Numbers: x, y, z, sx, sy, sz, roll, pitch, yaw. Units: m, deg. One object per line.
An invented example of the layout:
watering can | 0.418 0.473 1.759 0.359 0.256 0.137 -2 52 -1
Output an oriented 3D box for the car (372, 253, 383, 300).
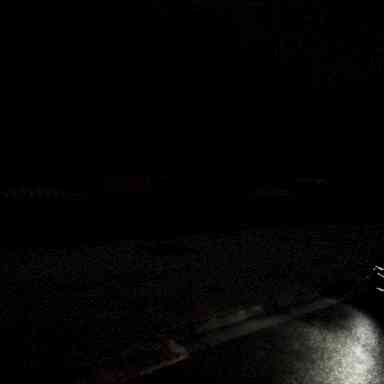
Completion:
car | 5.866 1.491 7.262 5.008 1.535 1.882 0 0 -36
